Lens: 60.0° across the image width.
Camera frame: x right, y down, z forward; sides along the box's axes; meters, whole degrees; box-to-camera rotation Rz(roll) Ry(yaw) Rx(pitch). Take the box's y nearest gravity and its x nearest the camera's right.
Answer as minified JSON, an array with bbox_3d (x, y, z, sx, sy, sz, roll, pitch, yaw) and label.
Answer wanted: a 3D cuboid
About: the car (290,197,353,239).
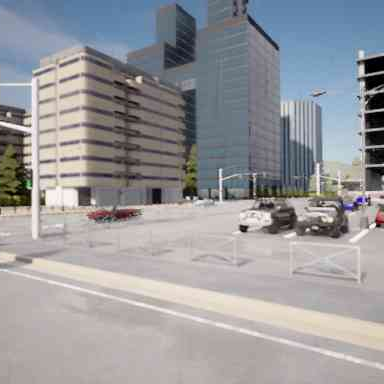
[{"bbox_3d":[6.611,1.193,16.722,1.905,1.878,3.866,-1,0,34],"label":"car"}]

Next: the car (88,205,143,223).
[{"bbox_3d":[-6.267,1.768,27.922,1.895,1.301,4.718,-1,0,34],"label":"car"}]

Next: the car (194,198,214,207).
[{"bbox_3d":[2.221,1.825,59.328,1.812,1.442,4.674,-1,-1,34],"label":"car"}]

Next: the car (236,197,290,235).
[{"bbox_3d":[4.247,1.218,18.392,1.932,1.855,4.605,-1,0,34],"label":"car"}]
